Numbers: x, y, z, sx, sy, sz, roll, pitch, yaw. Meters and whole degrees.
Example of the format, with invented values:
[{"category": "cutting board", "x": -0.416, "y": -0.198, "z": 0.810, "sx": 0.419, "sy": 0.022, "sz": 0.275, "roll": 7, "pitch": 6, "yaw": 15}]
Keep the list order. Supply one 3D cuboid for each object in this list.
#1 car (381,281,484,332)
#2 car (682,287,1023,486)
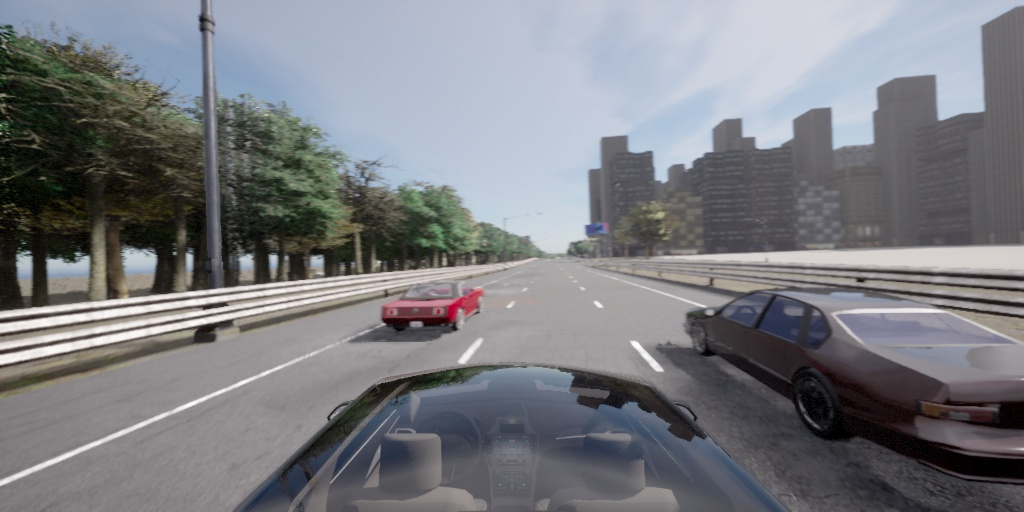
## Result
[{"category": "car", "x": -2.146, "y": 1.422, "z": 11.191, "sx": 1.895, "sy": 1.301, "sz": 4.718, "roll": -2, "pitch": 0, "yaw": 7}, {"category": "car", "x": 4.187, "y": 1.148, "z": 4.991, "sx": 2.033, "sy": 1.411, "sz": 5.357, "roll": -2, "pitch": 0, "yaw": 6}]
